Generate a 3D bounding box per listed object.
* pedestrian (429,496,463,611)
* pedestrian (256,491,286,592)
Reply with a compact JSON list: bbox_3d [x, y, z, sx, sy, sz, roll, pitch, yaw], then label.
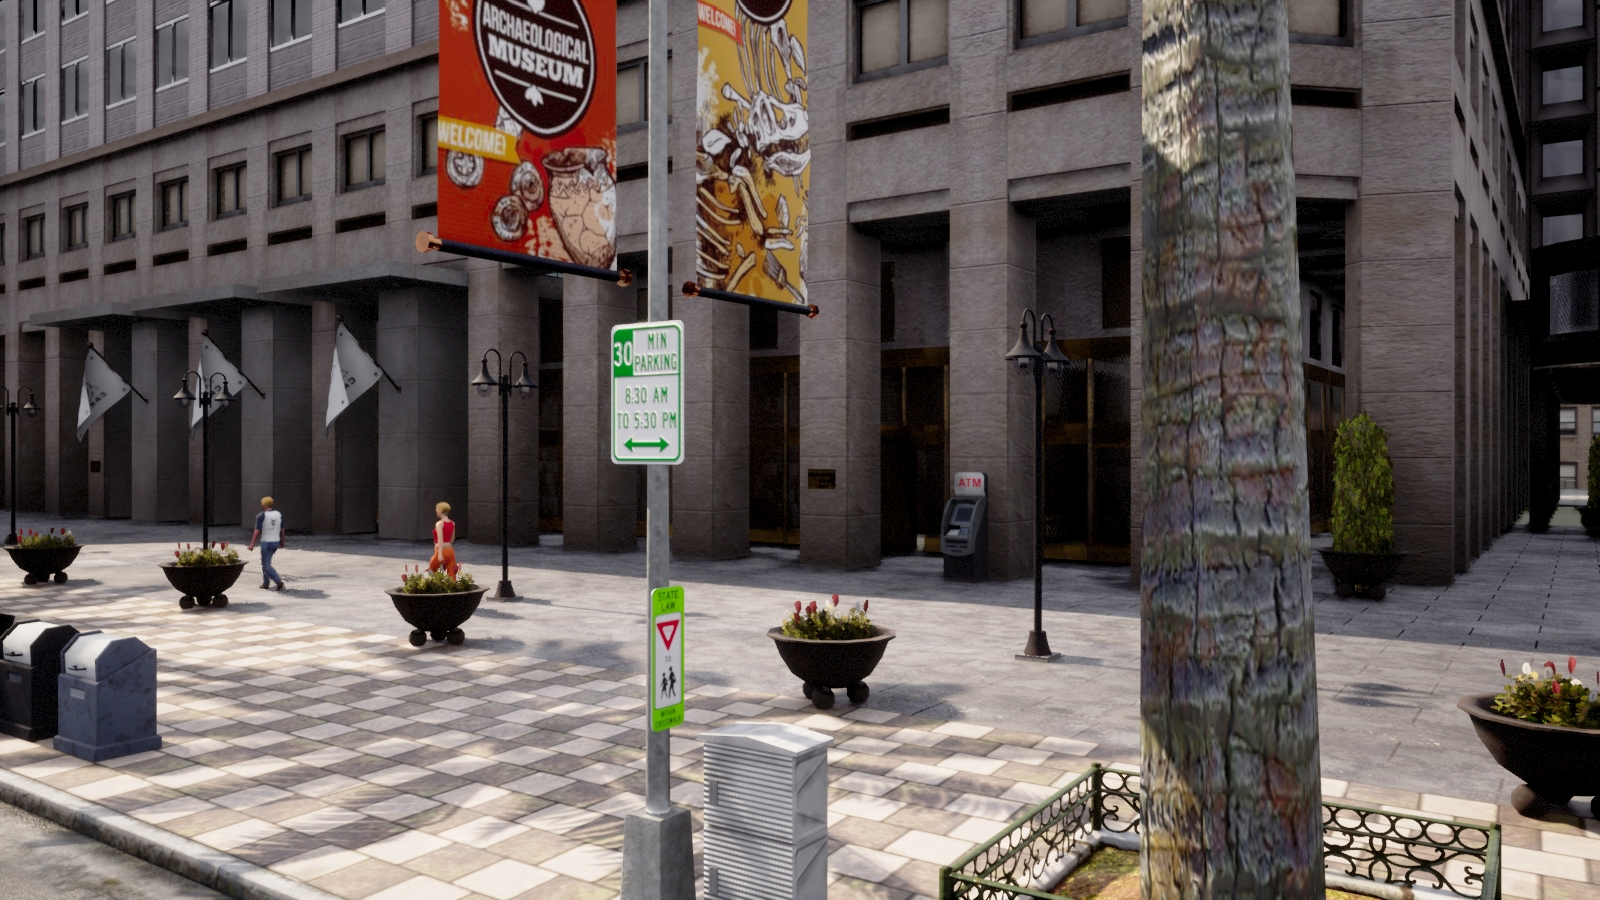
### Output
[{"bbox_3d":[-5.878,1.706,18.969,0.375,1.860,0.375,0,0,30],"label":"pedestrian"},{"bbox_3d":[-9.924,1.701,21.436,0.375,1.860,0.375,0,0,32],"label":"pedestrian"}]
